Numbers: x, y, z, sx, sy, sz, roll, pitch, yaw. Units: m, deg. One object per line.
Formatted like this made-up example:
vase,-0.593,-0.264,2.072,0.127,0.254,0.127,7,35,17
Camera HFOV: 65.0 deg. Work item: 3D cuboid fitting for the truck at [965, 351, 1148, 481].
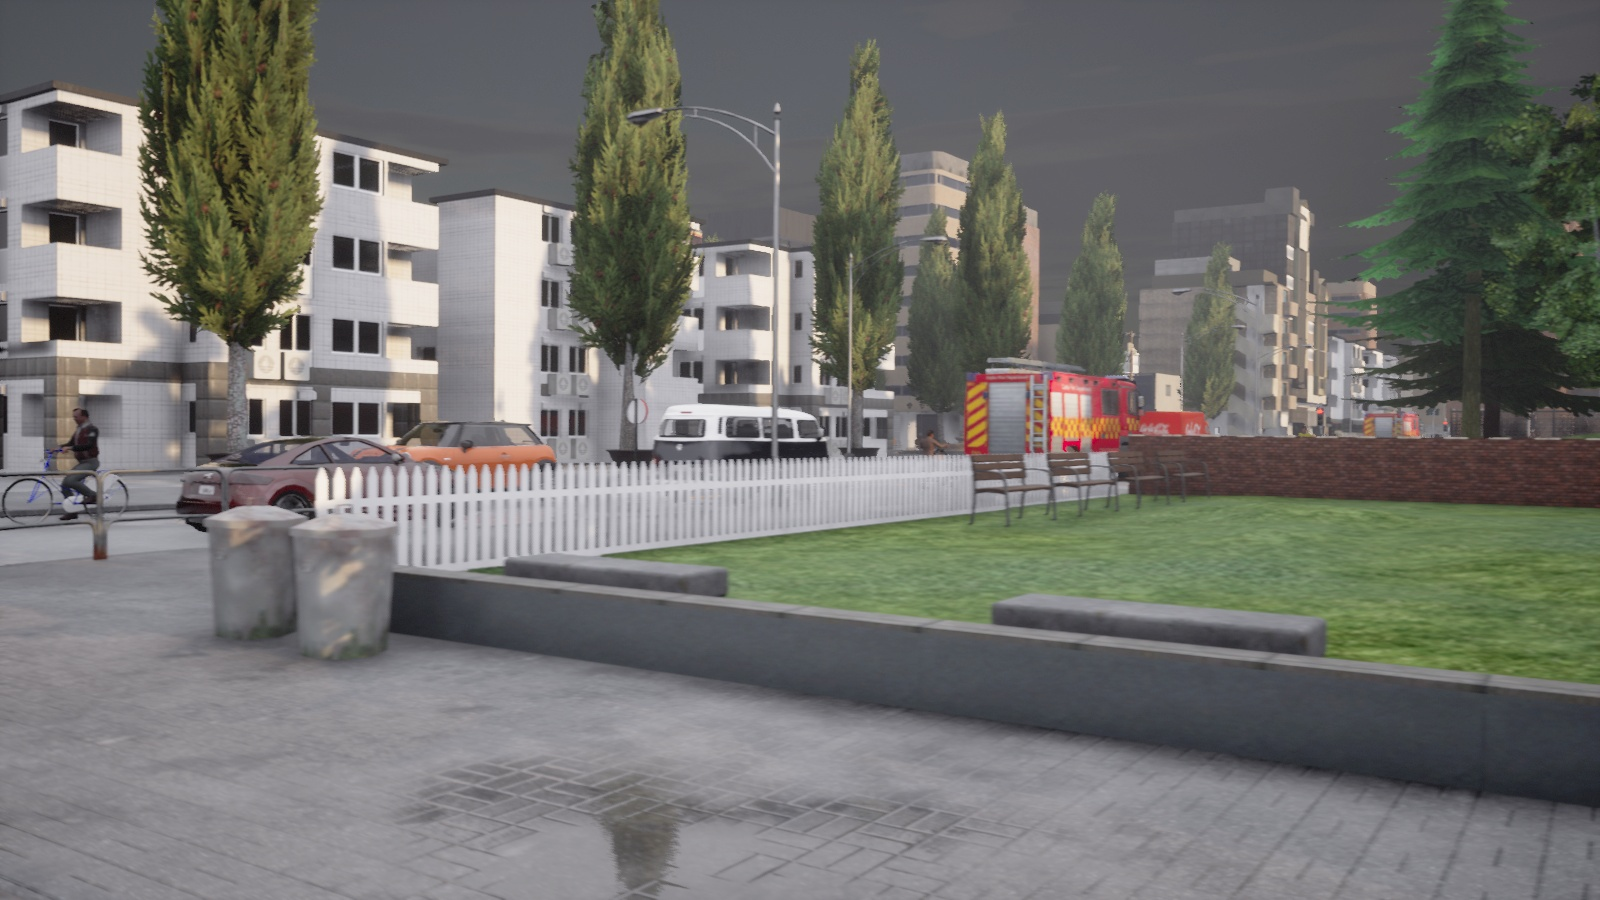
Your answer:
truck,8.610,-1.073,41.173,2.891,3.827,8.468,0,1,34

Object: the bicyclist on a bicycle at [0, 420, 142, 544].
bicyclist on a bicycle,-11.014,0.443,18.924,0.659,1.776,1.843,0,1,33

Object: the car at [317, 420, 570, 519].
car,-6.968,0.311,25.032,2.097,1.767,4.553,0,1,34

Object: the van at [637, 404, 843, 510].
van,-1.154,0.103,26.539,2.069,2.038,4.480,0,1,34

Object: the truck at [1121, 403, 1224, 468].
truck,15.198,-0.591,51.035,2.627,2.467,5.204,0,1,33

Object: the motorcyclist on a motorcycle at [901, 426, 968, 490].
motorcyclist on a motorcycle,3.622,0.189,33.698,0.766,1.649,2.350,0,1,34

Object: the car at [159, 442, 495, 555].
car,-6.700,0.607,18.234,1.994,1.385,4.181,0,1,33
